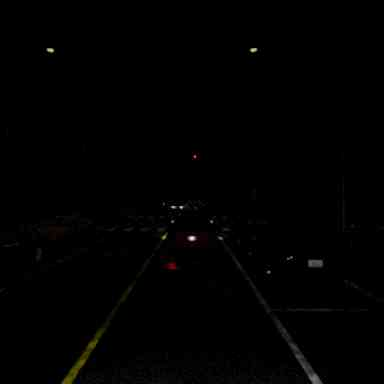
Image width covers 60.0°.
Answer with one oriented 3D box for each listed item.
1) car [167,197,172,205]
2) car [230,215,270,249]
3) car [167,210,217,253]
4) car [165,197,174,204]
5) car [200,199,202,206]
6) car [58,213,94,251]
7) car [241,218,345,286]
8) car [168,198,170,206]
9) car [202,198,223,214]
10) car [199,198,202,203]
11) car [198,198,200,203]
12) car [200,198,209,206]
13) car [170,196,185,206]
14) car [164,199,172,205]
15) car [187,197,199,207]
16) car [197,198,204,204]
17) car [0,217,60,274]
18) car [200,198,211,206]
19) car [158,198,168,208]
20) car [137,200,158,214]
[{"bbox_3d":[-5.746,2.275,68.968,1.802,1.307,4.206,0,-1,0],"label":"car"},{"bbox_3d":[2.767,1.694,15.028,2.008,1.369,4.403,0,-1,0],"label":"car"},{"bbox_3d":[0.008,1.700,14.279,1.994,1.385,4.181,0,0,0],"label":"car"},{"bbox_3d":[-5.742,2.182,85.341,2.192,1.841,5.009,0,-1,0],"label":"car"},{"bbox_3d":[2.775,2.086,52.604,1.947,1.339,4.313,0,-1,0],"label":"car"},{"bbox_3d":[-5.759,1.666,14.852,1.752,1.417,4.829,0,-1,0],"label":"car"},{"bbox_3d":[2.765,1.657,9.515,1.947,1.339,4.313,0,-1,0],"label":"car"},{"bbox_3d":[-5.747,2.217,63.511,1.802,1.307,4.206,0,-1,0],"label":"car"},{"bbox_3d":[2.773,1.721,41.695,2.192,1.841,5.009,0,-1,0],"label":"car"},{"bbox_3d":[2.777,2.129,58.060,2.008,1.369,4.403,0,-1,0],"label":"car"},{"bbox_3d":[2.778,2.187,63.517,2.008,1.369,4.403,0,-1,0],"label":"car"},{"bbox_3d":[2.781,2.191,74.430,1.967,1.590,4.097,0,-1,0],"label":"car"},{"bbox_3d":[-2.983,2.170,69.315,1.882,1.535,5.008,0,-1,0],"label":"car"},{"bbox_3d":[-5.743,2.391,79.882,1.802,1.307,4.206,0,-1,0],"label":"car"},{"bbox_3d":[0.022,2.197,66.913,1.812,1.442,4.674,0,0,0],"label":"car"},{"bbox_3d":[2.377,2.447,92.346,1.837,1.490,4.892,0,-1,0],"label":"car"},{"bbox_3d":[-5.760,1.641,9.509,2.008,1.369,4.403,0,-1,0],"label":"car"},{"bbox_3d":[2.779,2.134,68.974,1.967,1.590,4.097,0,-1,0],"label":"car"},{"bbox_3d":[-5.749,2.129,58.055,2.008,1.369,4.403,0,-1,0],"label":"car"},{"bbox_3d":[-5.752,1.971,41.685,1.947,1.339,4.313,0,-1,0],"label":"car"}]
